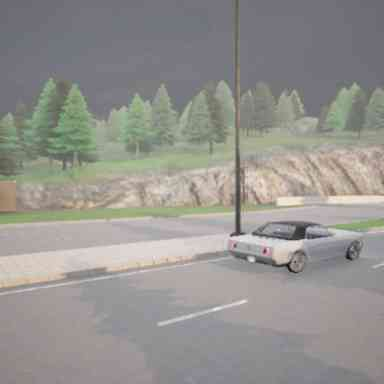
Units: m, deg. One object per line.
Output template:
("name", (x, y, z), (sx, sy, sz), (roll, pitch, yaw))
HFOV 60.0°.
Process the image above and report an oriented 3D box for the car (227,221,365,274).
("car", (3.453, 1.575, 10.510), (4.718, 1.301, 1.895), (0, 0, -35))
